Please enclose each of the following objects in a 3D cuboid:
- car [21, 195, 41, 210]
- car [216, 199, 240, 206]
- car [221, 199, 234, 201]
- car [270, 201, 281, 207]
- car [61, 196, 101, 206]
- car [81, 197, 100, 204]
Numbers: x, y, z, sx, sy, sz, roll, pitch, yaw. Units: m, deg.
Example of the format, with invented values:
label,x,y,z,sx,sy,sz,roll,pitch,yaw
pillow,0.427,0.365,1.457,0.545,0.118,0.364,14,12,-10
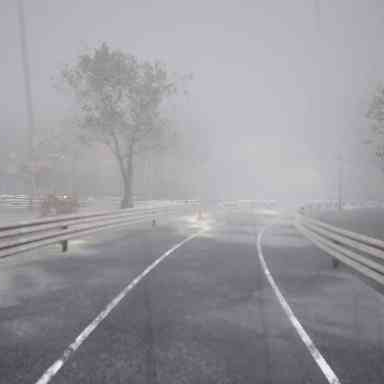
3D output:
label,x,y,z,sx,sy,sz,roll,pitch,yaw
car,-17.683,1.146,39.508,4.553,1.767,2.097,2,0,-43
car,8.001,2.284,73.553,5.357,1.411,2.033,2,0,-43
car,7.632,2.210,68.376,5.008,1.535,1.882,2,0,-44
car,17.331,2.588,72.761,5.357,1.411,2.033,2,0,-43
car,-16.662,1.404,50.134,5.357,1.411,2.033,2,0,-43
car,-15.704,1.427,46.218,5.357,1.411,2.033,2,0,-43
